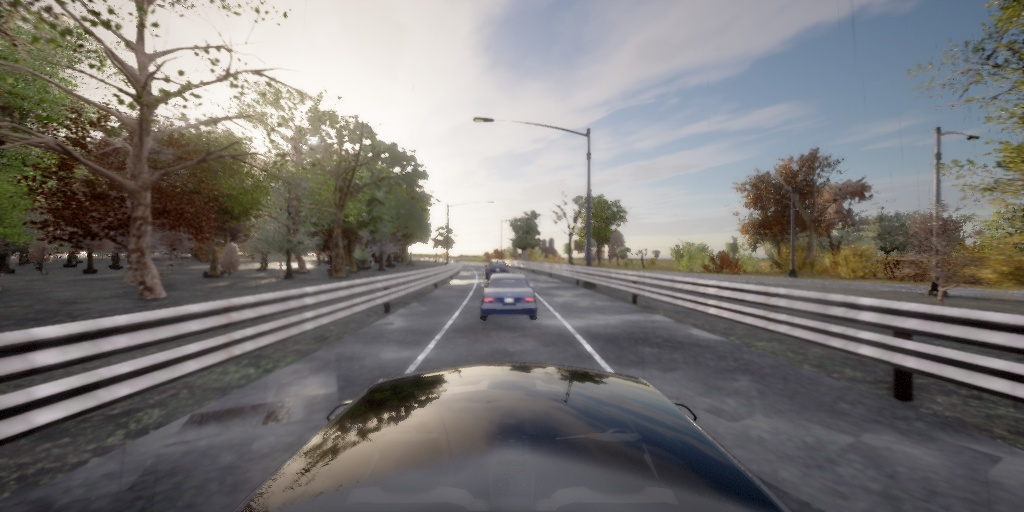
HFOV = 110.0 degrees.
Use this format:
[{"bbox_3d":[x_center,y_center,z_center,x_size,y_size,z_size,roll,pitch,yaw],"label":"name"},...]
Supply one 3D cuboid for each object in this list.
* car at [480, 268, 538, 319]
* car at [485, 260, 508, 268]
[{"bbox_3d":[-0.152,1.338,12.885,2.033,1.411,5.357,0,0,-2],"label":"car"},{"bbox_3d":[-1.384,1.199,32.829,2.097,1.767,4.553,0,0,-5],"label":"car"}]
